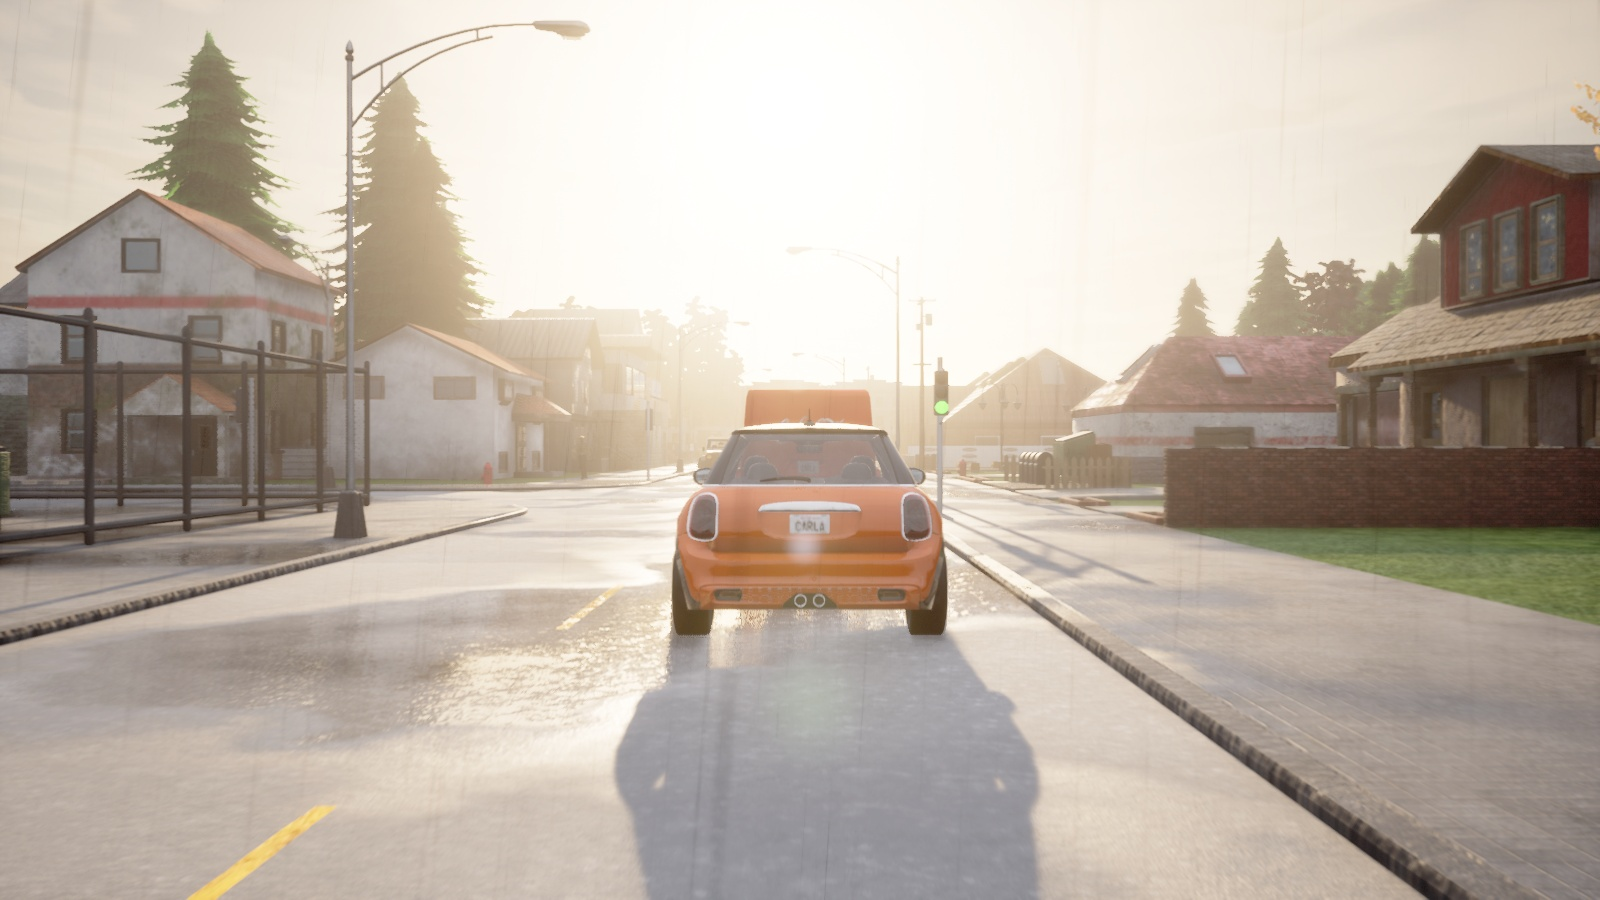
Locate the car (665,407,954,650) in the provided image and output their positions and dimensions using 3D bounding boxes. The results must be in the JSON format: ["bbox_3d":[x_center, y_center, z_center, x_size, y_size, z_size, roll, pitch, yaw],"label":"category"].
[{"bbox_3d":[0.084,0.559,11.402,2.097,1.767,4.553,0,0,0],"label":"car"}]

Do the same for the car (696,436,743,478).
[{"bbox_3d":[-3.642,0.308,57.616,1.905,1.878,3.866,0,0,0],"label":"car"}]

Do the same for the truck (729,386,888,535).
[{"bbox_3d":[0.156,0.167,23.408,2.627,2.467,5.204,0,0,0],"label":"truck"}]

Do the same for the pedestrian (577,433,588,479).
[{"bbox_3d":[-8.890,0.243,51.354,0.331,1.846,0.634,0,0,0],"label":"pedestrian"}]
